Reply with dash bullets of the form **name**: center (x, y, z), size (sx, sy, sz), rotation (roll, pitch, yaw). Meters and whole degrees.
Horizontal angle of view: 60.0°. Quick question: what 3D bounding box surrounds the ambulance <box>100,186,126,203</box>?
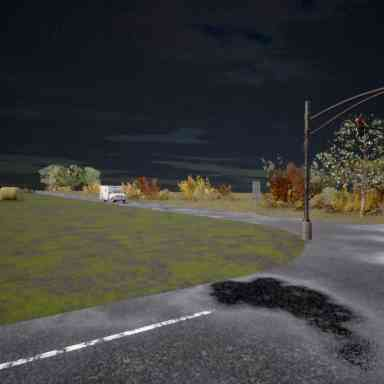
- **ambulance**: center (-11.882, 0.341, 50.062), size (2.351, 2.431, 6.366), rotation (2, 0, -32)
